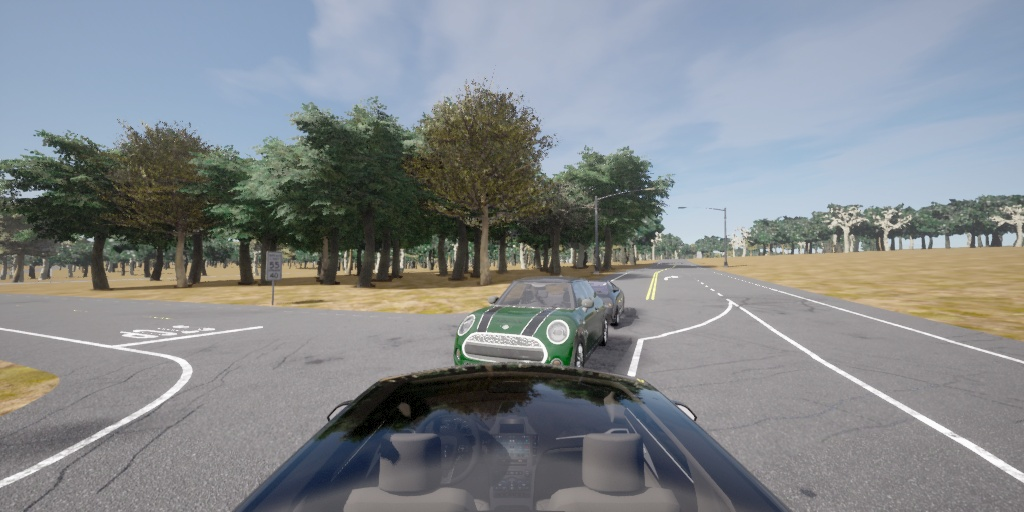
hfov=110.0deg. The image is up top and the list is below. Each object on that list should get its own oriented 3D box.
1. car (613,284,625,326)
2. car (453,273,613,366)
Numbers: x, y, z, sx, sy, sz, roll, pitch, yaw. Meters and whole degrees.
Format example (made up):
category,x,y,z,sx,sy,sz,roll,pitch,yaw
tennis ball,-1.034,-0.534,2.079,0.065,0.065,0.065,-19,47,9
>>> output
category,x,y,z,sx,sy,sz,roll,pitch,yaw
car,2.901,1.554,12.901,1.994,1.385,4.181,-2,0,22
car,0.678,1.222,7.468,2.097,1.767,4.553,-1,-2,22
